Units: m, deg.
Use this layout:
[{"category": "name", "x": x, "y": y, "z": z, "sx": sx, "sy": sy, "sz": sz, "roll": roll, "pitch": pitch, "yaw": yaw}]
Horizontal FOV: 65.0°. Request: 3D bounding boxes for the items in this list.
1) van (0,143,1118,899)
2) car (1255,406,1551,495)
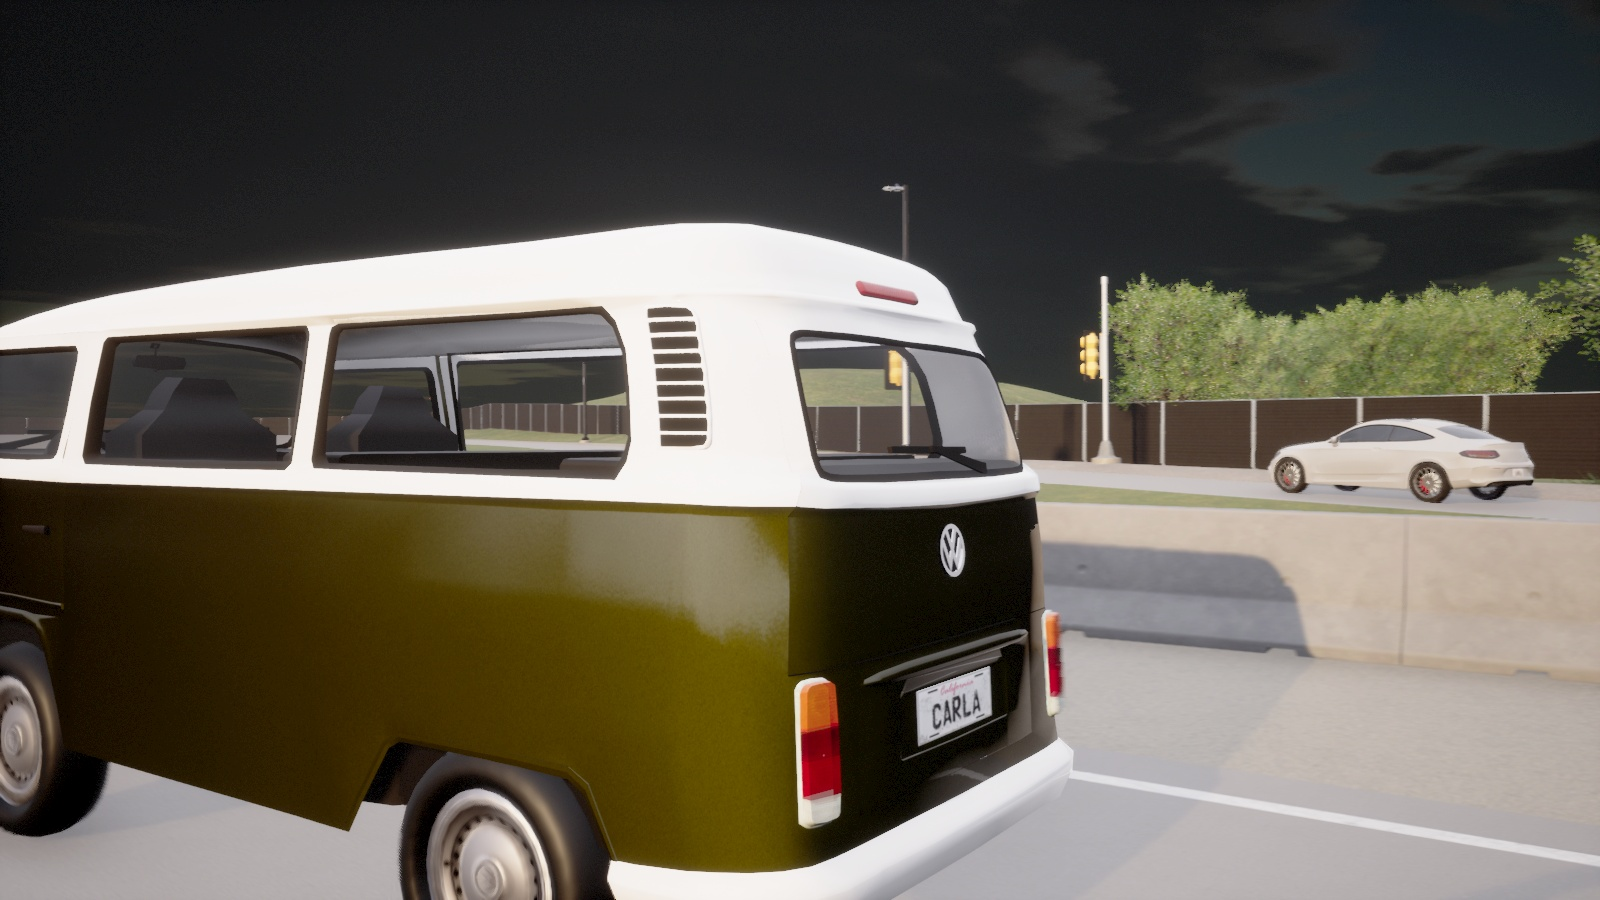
[{"category": "van", "x": -1.390, "y": 0.407, "z": 4.542, "sx": 4.480, "sy": 2.038, "sz": 2.069, "roll": 0, "pitch": 1, "yaw": 34}, {"category": "car", "x": 10.824, "y": -0.050, "z": 22.935, "sx": 1.812, "sy": 1.442, "sz": 4.674, "roll": -2, "pitch": 2, "yaw": -30}]
